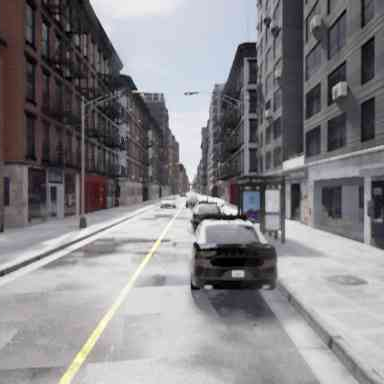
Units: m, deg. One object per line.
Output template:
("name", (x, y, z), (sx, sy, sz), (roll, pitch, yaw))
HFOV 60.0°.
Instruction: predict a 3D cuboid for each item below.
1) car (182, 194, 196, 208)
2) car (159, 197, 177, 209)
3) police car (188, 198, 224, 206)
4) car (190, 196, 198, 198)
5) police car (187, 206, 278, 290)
("car", (0.049, 1.399, 45.705), (2.033, 1.411, 5.357), (0, 0, 0))
("car", (-3.066, 1.386, 42.981), (1.812, 1.442, 4.674), (0, 0, 0))
("police car", (0.913, 1.362, 19.110), (1.930, 1.638, 5.238), (0, 0, 0))
("car", (0.918, 1.373, 25.190), (1.801, 1.575, 5.366), (0, 0, 0))
("police car", (0.906, 1.394, 9.110), (1.930, 1.638, 5.238), (0, 0, 0))
